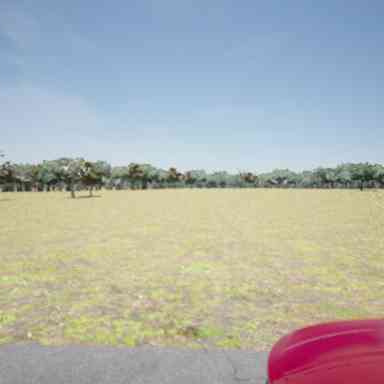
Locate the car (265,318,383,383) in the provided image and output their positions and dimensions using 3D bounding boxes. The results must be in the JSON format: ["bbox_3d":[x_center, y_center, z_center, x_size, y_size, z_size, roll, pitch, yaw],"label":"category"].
[{"bbox_3d":[3.046,1.473,2.358,5.008,1.535,1.882,0,0,3],"label":"car"}]
